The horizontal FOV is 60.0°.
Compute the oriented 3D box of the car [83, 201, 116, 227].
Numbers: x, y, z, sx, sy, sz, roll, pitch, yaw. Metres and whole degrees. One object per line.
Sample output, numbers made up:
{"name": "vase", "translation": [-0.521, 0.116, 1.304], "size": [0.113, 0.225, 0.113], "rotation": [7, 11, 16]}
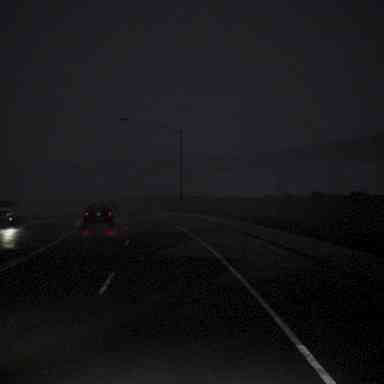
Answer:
{"name": "car", "translation": [-7.108, 1.600, 25.219], "size": [2.097, 1.767, 4.553], "rotation": [0, 0, -16]}

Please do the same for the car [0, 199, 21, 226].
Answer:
{"name": "car", "translation": [-14.734, 1.537, 25.870], "size": [2.150, 2.045, 5.566], "rotation": [0, -1, -21]}

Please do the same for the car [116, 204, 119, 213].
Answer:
{"name": "car", "translation": [-10.555, 1.875, 41.137], "size": [2.128, 1.511, 4.902], "rotation": [-1, 0, -32]}
